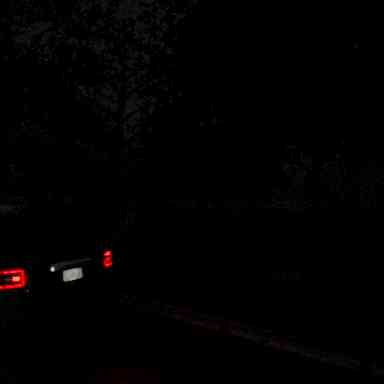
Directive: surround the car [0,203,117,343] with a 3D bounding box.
[{"bbox_3d":[-3.806,1.224,6.082,5.566,2.045,2.150,0,0,35],"label":"car"}]
